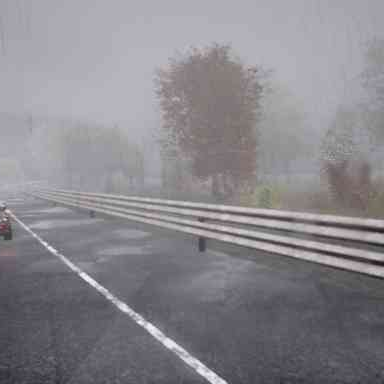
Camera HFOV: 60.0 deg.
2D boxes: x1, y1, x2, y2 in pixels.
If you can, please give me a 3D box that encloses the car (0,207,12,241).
[{"bbox_3d":[-8.136,1.072,12.792,1.812,1.442,4.674,-5,4,-33],"label":"car"}]
